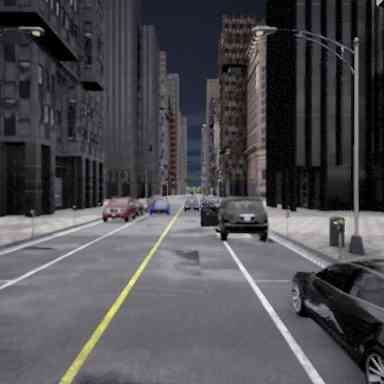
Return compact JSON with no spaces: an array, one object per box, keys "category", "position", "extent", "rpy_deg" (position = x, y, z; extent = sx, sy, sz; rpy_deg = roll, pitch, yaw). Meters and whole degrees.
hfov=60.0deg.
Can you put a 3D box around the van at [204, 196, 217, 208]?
[{"category":"van","position":[2.745,1.439,49.431],"extent":[1.690,1.788,3.998],"rpy_deg":[0,0,0]}]

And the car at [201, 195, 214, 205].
[{"category":"car","position":[2.741,1.436,60.635],"extent":[2.192,1.841,5.009],"rpy_deg":[0,0,0]}]

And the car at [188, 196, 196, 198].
[{"category":"car","position":[-0.015,1.457,53.120],"extent":[2.097,1.767,4.553],"rpy_deg":[0,0,0]}]

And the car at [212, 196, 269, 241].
[{"category":"car","position":[2.392,1.255,17.048],"extent":[2.150,2.045,5.566],"rpy_deg":[0,0,0]}]

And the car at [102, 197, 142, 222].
[{"category":"car","position":[-5.774,1.367,27.018],"extent":[2.192,1.841,5.009],"rpy_deg":[0,0,0]}]

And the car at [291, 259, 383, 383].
[{"category":"car","position":[2.759,1.575,4.616],"extent":[1.947,1.339,4.313],"rpy_deg":[0,0,0]}]

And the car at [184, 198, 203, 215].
[{"category":"car","position":[0.023,1.679,39.918],"extent":[1.895,1.301,4.718],"rpy_deg":[0,0,1]}]

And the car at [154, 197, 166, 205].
[{"category":"car","position":[-5.783,1.645,60.461],"extent":[1.752,1.417,4.829],"rpy_deg":[0,0,0]}]

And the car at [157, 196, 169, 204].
[{"category":"car","position":[-5.785,1.572,66.233],"extent":[1.967,1.590,4.097],"rpy_deg":[0,0,0]}]

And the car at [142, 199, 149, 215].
[{"category":"car","position":[-5.775,1.629,32.619],"extent":[1.947,1.339,4.313],"rpy_deg":[0,0,0]}]

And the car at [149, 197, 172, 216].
[{"category":"car","position":[-3.105,1.543,33.399],"extent":[1.882,1.535,5.008],"rpy_deg":[0,0,0]}]

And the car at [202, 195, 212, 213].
[{"category":"car","position":[2.747,1.527,43.829],"extent":[1.967,1.590,4.097],"rpy_deg":[0,0,0]}]

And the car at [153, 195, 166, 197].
[{"category":"car","position":[-5.782,1.424,55.029],"extent":[2.192,1.841,5.009],"rpy_deg":[0,0,0]}]

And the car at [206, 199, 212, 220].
[{"category":"car","position":[2.750,1.630,32.625],"extent":[1.947,1.339,4.313],"rpy_deg":[0,0,0]}]
